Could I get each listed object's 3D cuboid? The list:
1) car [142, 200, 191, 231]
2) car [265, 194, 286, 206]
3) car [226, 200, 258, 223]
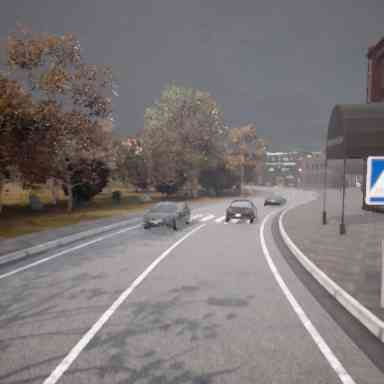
[{"bbox_3d":[-1.302,1.260,19.031,1.837,1.490,4.892,1,1,12],"label":"car"},{"bbox_3d":[10.247,0.939,40.701,1.994,1.385,4.181,2,2,25],"label":"car"},{"bbox_3d":[3.532,1.261,23.291,1.812,1.442,4.674,1,1,15],"label":"car"}]
